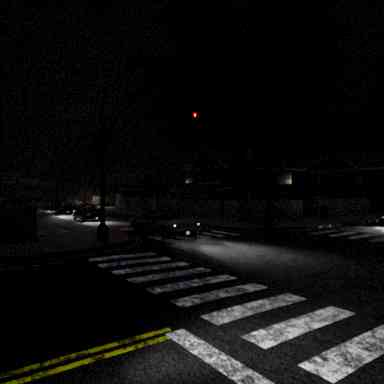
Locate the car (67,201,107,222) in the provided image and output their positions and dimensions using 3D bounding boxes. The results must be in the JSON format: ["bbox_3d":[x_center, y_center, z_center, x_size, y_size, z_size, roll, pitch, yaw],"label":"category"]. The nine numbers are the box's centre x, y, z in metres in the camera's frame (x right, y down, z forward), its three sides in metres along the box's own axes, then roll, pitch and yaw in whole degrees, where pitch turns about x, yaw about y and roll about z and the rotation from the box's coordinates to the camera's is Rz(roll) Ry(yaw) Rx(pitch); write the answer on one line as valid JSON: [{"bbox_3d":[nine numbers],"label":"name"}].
[{"bbox_3d":[-9.109,1.769,29.300,2.033,1.411,5.357,0,0,-32],"label":"car"}]

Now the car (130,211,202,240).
[{"bbox_3d":[-1.526,1.728,18.191,1.895,1.301,4.718,0,0,-37],"label":"car"}]

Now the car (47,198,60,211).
[{"bbox_3d":[-19.800,1.722,48.229,2.097,1.767,4.553,0,0,-27],"label":"car"}]

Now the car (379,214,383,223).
[{"bbox_3d":[14.552,1.505,22.055,5.357,1.411,2.033,0,0,-36],"label":"car"}]

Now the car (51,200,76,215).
[{"bbox_3d":[-14.904,1.899,39.031,1.895,1.301,4.718,0,0,-29],"label":"car"}]
